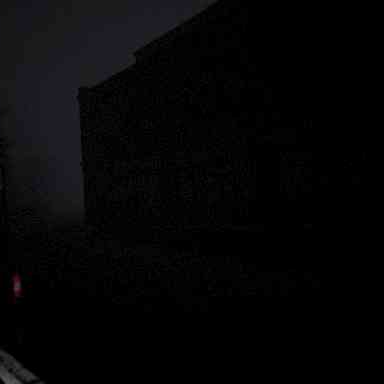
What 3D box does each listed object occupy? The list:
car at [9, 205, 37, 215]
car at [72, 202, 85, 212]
[{"bbox_3d":[-24.109,2.600,47.456,4.892,1.490,1.837,-3,-3,35],"label":"car"},{"bbox_3d":[-17.959,2.335,54.285,1.882,1.535,5.008,-5,-1,2],"label":"car"}]
